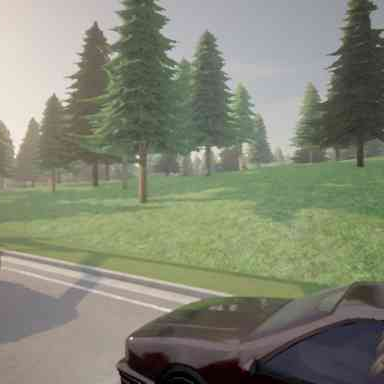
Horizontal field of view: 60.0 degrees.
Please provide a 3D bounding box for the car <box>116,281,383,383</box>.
[{"bbox_3d":[1.811,1.548,2.700,5.357,1.411,2.033,0,0,36],"label":"car"}]
